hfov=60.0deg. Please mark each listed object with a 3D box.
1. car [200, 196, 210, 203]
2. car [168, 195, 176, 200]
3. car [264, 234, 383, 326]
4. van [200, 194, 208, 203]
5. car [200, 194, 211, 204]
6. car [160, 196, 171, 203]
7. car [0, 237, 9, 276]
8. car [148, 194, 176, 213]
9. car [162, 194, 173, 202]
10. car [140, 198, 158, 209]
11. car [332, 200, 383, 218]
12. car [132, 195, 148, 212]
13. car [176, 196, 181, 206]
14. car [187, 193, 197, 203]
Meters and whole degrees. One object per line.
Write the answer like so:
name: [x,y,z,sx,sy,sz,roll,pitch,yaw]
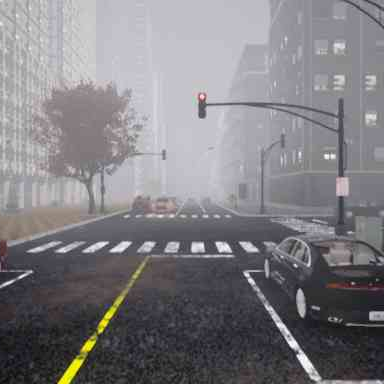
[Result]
car: [2.617,1.524,67.135,1.752,1.417,4.829,0,0,0]
car: [-5.793,1.578,94.571,2.008,1.369,4.403,0,0,0]
car: [2.681,1.546,6.963,2.008,1.369,4.403,0,0,0]
van: [2.611,1.344,72.488,1.690,1.788,3.998,0,0,0]
car: [2.623,1.561,61.442,1.947,1.339,4.313,0,0,0]
car: [-5.769,1.568,72.480,1.947,1.339,4.313,0,0,0]
car: [-5.699,1.540,6.954,1.887,1.381,4.507,0,0,0]
car: [-3.139,1.341,35.783,2.097,1.767,4.553,0,0,0]
car: [-5.776,1.323,78.002,2.192,1.841,5.009,0,0,0]
car: [-5.740,1.556,44.865,1.947,1.339,4.313,0,0,0]
car: [13.397,1.329,26.380,4.403,1.369,2.008,-1,1,-1]
car: [-5.735,1.304,39.342,2.192,1.841,5.009,0,0,0]
car: [-3.148,1.497,52.786,1.837,1.490,4.892,0,0,0]
car: [-0.074,1.547,68.670,2.033,1.411,5.357,0,0,0]
